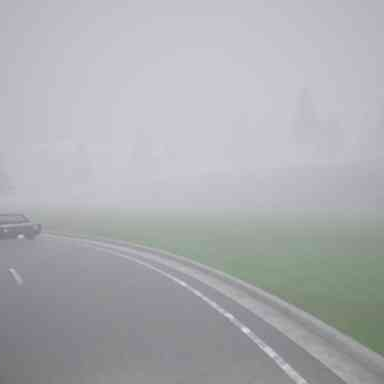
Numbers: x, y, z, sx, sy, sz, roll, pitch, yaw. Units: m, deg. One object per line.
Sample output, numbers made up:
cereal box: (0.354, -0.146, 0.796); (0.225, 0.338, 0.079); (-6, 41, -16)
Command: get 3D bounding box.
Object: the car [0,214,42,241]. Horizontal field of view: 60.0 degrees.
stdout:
car: (-9.381, 1.713, 16.319); (4.718, 1.301, 1.895); (-1, 0, 39)
